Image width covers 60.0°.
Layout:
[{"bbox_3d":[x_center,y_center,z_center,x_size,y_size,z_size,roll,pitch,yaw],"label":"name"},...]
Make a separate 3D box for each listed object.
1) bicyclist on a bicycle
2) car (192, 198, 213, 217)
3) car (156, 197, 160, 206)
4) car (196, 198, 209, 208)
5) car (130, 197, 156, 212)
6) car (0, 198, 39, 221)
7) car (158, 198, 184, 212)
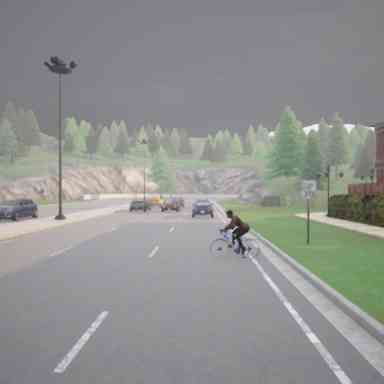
[{"bbox_3d":[1.406,1.425,10.990,1.656,1.620,0.582,0,0,2],"label":"bicyclist on a bicycle"},{"bbox_3d":[0.985,1.511,30.610,1.812,1.442,4.674,0,0,2],"label":"car"},{"bbox_3d":[-5.480,1.454,50.236,1.882,1.535,5.008,0,0,2],"label":"car"},{"bbox_3d":[1.565,1.578,49.628,1.895,1.301,4.718,0,0,2],"label":"car"},{"bbox_3d":[-5.823,1.474,38.113,2.128,1.511,4.902,0,0,2],"label":"car"},{"bbox_3d":[-14.325,1.339,26.791,2.097,1.767,4.553,0,0,2],"label":"car"},{"bbox_3d":[-2.327,1.583,37.922,1.895,1.301,4.718,0,0,2],"label":"car"}]
